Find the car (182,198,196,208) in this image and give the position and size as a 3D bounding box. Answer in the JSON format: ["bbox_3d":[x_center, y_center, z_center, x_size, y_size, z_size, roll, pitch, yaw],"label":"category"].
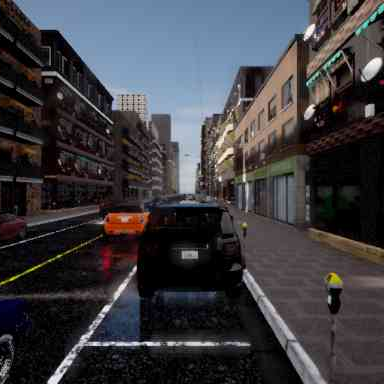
[{"bbox_3d":[-0.454,1.543,48.426,1.887,1.381,4.507,0,0,0],"label":"car"}]

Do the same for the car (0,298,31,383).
[{"bbox_3d":[-3.049,1.601,2.240,1.895,1.301,4.718,0,0,0],"label":"car"}]

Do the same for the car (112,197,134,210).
[{"bbox_3d":[-8.834,1.439,42.793,1.967,1.590,4.097,0,0,0],"label":"car"}]

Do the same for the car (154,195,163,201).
[{"bbox_3d":[-8.834,1.541,87.882,2.008,1.369,4.403,0,0,0],"label":"car"}]

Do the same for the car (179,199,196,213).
[{"bbox_3d":[-0.454,1.525,37.323,1.752,1.417,4.829,0,0,0],"label":"car"}]

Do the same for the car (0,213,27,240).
[{"bbox_3d":[-8.835,1.583,14.612,1.802,1.307,4.206,0,0,0],"label":"car"}]

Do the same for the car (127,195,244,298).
[{"bbox_3d":[-0.038,1.229,8.679,2.150,2.045,5.566,0,0,0],"label":"car"}]

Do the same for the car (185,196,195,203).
[{"bbox_3d":[-0.453,1.545,70.970,2.008,1.369,4.403,0,0,0],"label":"car"}]

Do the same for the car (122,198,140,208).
[{"bbox_3d":[-8.834,1.543,48.430,1.887,1.381,4.507,0,0,0],"label":"car"}]

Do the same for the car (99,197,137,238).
[{"bbox_3d":[-3.145,1.351,17.670,2.097,1.767,4.553,0,0,0],"label":"car"}]

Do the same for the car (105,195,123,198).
[{"bbox_3d":[-8.833,1.314,37.157,2.192,1.841,5.009,0,0,0],"label":"car"}]

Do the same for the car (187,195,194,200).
[{"bbox_3d":[-0.452,1.513,93.685,1.752,1.417,4.829,0,0,0],"label":"car"}]

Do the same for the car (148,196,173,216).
[{"bbox_3d":[-3.050,1.351,33.441,2.097,1.767,4.553,0,0,0],"label":"car"}]

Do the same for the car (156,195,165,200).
[{"bbox_3d":[-8.834,1.539,93.519,2.008,1.369,4.403,0,0,0],"label":"car"}]
